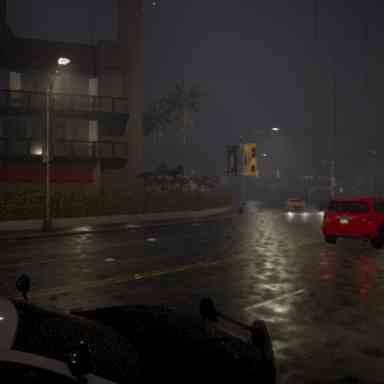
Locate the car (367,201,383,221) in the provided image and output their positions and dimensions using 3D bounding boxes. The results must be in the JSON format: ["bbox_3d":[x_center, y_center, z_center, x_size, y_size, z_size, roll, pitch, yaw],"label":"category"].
[{"bbox_3d":[16.227,1.552,28.171,2.033,1.411,5.357,0,0,23],"label":"car"}]

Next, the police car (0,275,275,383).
[{"bbox_3d":[-1.542,1.422,2.179,5.238,1.638,1.930,0,0,-36],"label":"police car"}]

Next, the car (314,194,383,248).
[{"bbox_3d":[7.835,1.252,15.145,2.150,2.045,5.566,0,0,42],"label":"car"}]

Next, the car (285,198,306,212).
[{"bbox_3d":[12.161,1.490,39.372,1.882,1.535,5.008,0,0,9],"label":"car"}]

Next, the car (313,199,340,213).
[{"bbox_3d":[15.620,1.581,38.835,1.994,1.385,4.181,0,0,9],"label":"car"}]
